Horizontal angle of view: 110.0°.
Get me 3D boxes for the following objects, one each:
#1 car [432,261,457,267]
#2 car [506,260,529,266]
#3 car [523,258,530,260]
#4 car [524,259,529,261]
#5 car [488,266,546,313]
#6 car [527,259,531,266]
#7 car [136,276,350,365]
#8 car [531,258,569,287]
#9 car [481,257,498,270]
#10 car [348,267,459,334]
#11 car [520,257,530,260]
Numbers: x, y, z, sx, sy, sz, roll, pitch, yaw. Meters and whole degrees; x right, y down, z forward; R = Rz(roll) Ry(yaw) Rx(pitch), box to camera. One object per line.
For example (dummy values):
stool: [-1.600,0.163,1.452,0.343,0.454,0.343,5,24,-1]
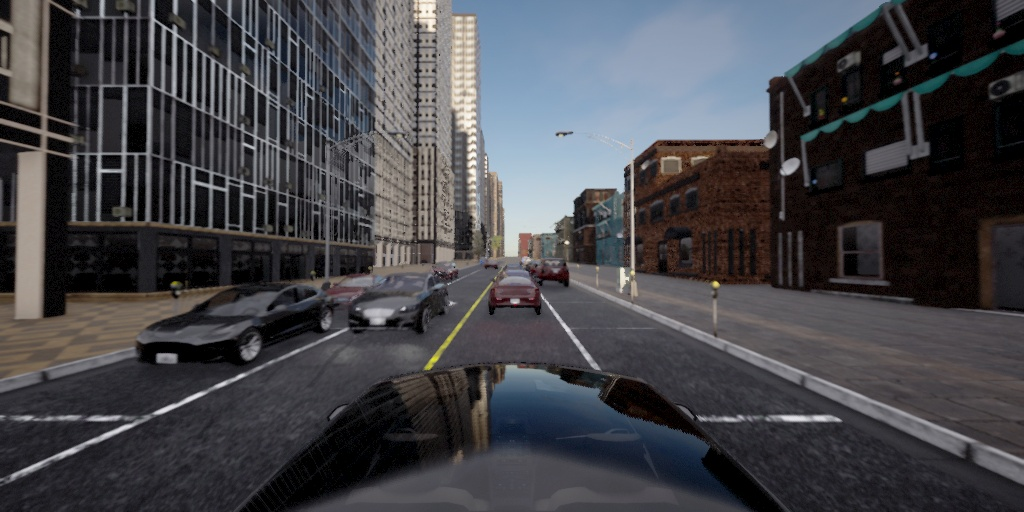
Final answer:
car: [-5.682,1.181,30.267,1.967,1.591,4.097,0,0,0]
car: [0.107,1.306,29.533,1.994,1.385,4.181,0,0,0]
car: [2.702,1.294,46.905,1.948,1.339,4.313,0,0,0]
car: [2.701,1.299,41.361,1.948,1.339,4.313,0,0,0]
car: [0.103,1.273,13.773,1.812,1.442,4.674,0,0,0]
car: [2.700,1.283,35.816,1.888,1.381,4.507,0,0,0]
car: [-5.688,1.314,8.084,1.948,1.339,4.313,0,0,0]
car: [2.697,1.059,24.723,2.192,1.841,5.009,0,0,0]
car: [-3.061,1.201,52.714,1.882,1.535,5.008,0,0,0]
car: [-3.099,1.240,10.713,2.128,1.511,4.902,0,0,0]
car: [2.705,1.245,57.566,1.751,1.417,4.829,0,0,0]
